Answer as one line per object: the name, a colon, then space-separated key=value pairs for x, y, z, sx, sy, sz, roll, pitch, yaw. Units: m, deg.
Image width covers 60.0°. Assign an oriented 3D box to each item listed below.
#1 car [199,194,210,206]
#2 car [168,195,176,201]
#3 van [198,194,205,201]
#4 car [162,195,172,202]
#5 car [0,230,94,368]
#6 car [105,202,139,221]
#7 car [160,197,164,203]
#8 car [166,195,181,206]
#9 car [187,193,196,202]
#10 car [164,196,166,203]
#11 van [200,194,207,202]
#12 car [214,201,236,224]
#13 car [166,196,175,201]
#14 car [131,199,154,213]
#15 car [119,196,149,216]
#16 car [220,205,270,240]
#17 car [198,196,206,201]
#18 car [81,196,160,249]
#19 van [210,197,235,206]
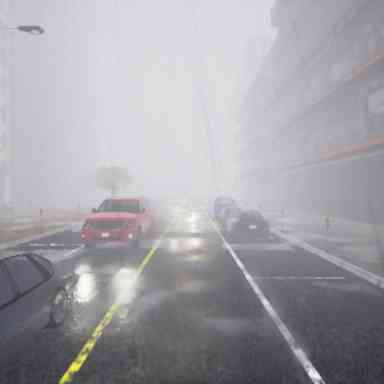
car: x=2.335 y=1.507 z=56.944 sx=1.801 sy=1.575 sz=5.366 roll=0 pitch=0 yaw=0
car: x=-5.719 y=1.671 z=94.036 sx=2.008 sy=1.369 sz=4.403 roll=0 pitch=0 yaw=0
van: x=2.662 y=1.461 z=94.038 sx=1.690 sy=1.788 sz=3.998 roll=0 pitch=0 yaw=0
car: x=-5.714 y=1.523 z=77.469 sx=1.967 sy=1.590 sz=4.097 roll=0 pitch=0 yaw=0
car: x=-3.102 y=1.549 z=4.253 sx=2.033 sy=1.411 sz=5.357 roll=0 pitch=0 yaw=0
car: x=-5.700 y=1.579 z=27.763 sx=1.947 sy=1.339 sz=4.313 roll=0 pitch=0 yaw=0
car: x=-5.706 y=1.590 z=49.854 sx=2.008 sy=1.369 sz=4.403 roll=0 pitch=0 yaw=0
car: x=-3.067 y=1.575 z=57.723 sx=1.812 sy=1.442 sz=4.674 roll=0 pitch=0 yaw=1
car: x=-0.020 y=1.536 z=74.486 sx=1.895 sy=1.301 sz=4.718 roll=0 pitch=0 yaw=0
car: x=-5.711 y=1.629 z=66.422 sx=1.947 sy=1.339 sz=4.313 roll=0 pitch=0 yaw=0
van: x=2.666 y=1.424 z=77.470 sx=1.690 sy=1.788 sz=3.998 roll=0 pitch=0 yaw=0
car: x=2.682 y=1.535 z=22.411 sx=1.752 sy=1.417 sz=4.829 roll=0 pitch=0 yaw=0
car: x=-5.717 y=1.658 z=88.513 sx=2.008 sy=1.369 sz=4.403 roll=0 pitch=0 yaw=0
car: x=-5.703 y=1.576 z=38.808 sx=2.008 sy=1.369 sz=4.403 roll=0 pitch=0 yaw=0
car: x=-5.702 y=1.334 z=33.285 sx=2.192 sy=1.841 sz=5.009 roll=0 pitch=0 yaw=0
car: x=2.684 y=1.572 z=16.718 sx=1.947 sy=1.339 sz=4.313 roll=0 pitch=0 yaw=0
car: x=2.664 y=1.652 z=88.515 sx=1.887 sy=1.381 sz=4.507 roll=0 pitch=0 yaw=0
car: x=-3.057 y=1.226 z=15.013 sx=2.150 sy=2.045 sz=5.566 roll=0 pitch=0 yaw=3
van: x=2.680 y=1.355 z=27.765 sx=1.690 sy=1.788 sz=3.998 roll=0 pitch=0 yaw=0
